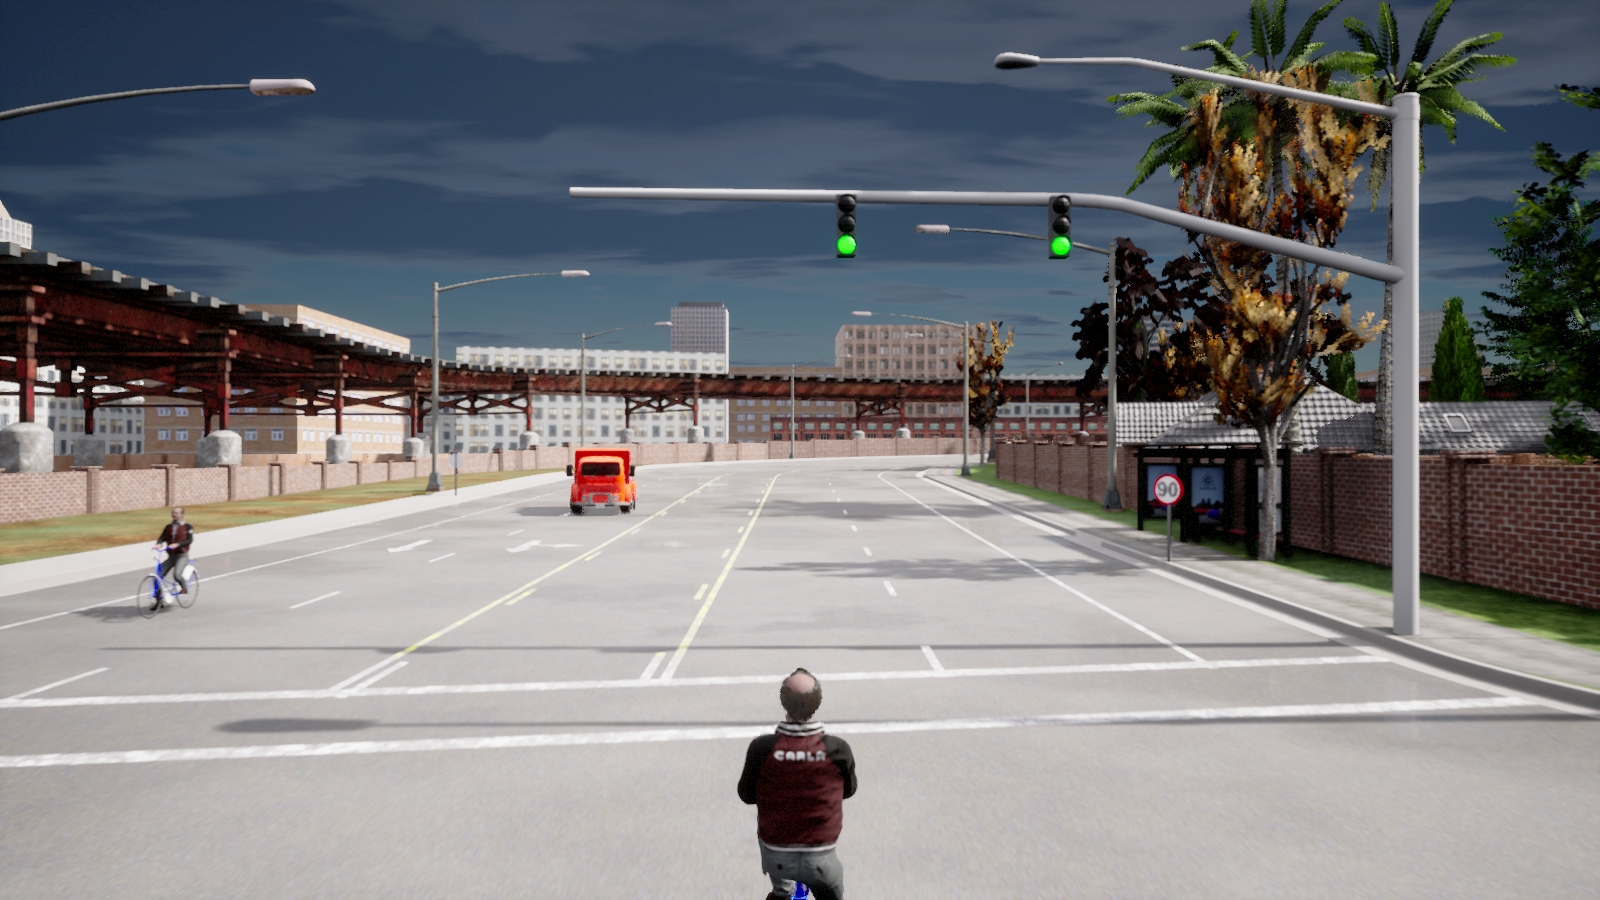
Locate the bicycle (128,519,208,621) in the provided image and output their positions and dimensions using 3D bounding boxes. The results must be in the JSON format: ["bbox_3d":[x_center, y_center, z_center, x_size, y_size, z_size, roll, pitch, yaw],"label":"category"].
[{"bbox_3d":[-10.488,1.957,19.022,0.329,1.496,1.835,0,0,0],"label":"bicycle"}]

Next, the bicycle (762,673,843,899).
[{"bbox_3d":[0.014,2.030,5.614,0.329,1.496,1.835,0,0,0],"label":"bicycle"}]

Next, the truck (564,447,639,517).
[{"bbox_3d":[-7.599,1.149,44.173,2.627,2.467,5.204,0,1,-7],"label":"truck"}]
